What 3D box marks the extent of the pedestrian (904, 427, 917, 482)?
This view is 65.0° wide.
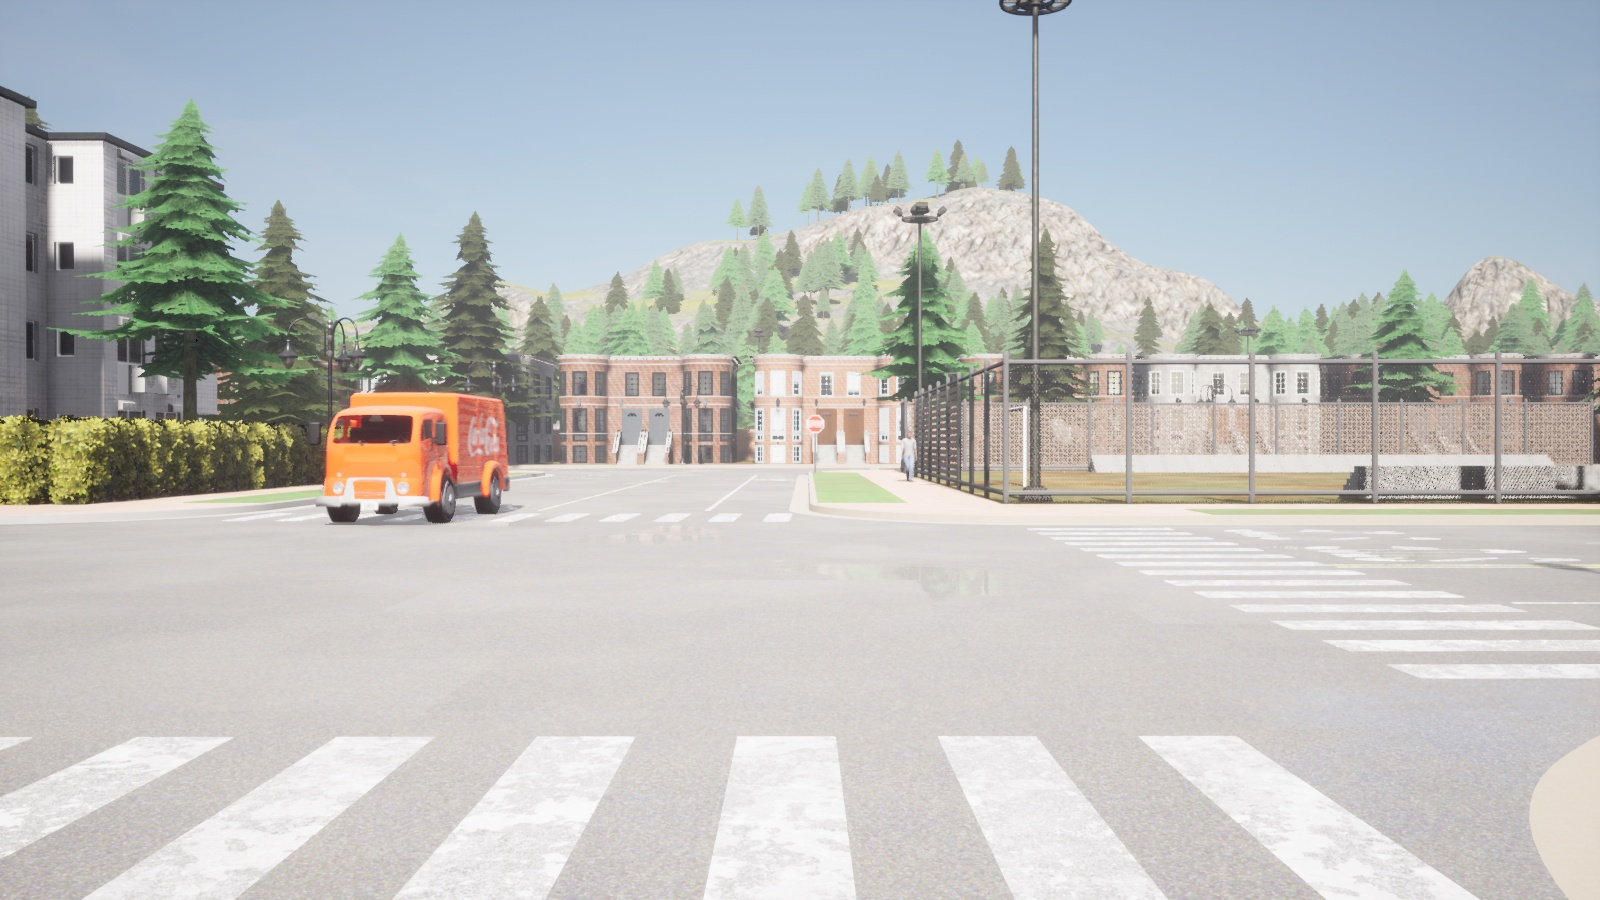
[{"bbox_3d":[3.717,0.160,42.222,0.354,1.836,0.706,0,0,0],"label":"pedestrian"}]

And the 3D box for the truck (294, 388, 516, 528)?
[{"bbox_3d":[-7.561,0.106,24.742,2.627,2.467,5.204,0,1,1],"label":"truck"}]
